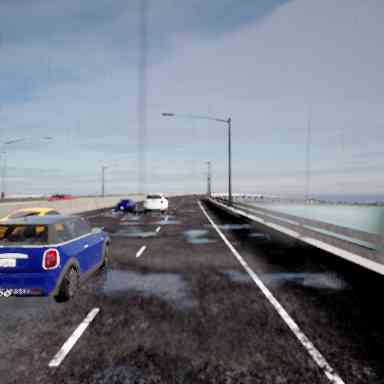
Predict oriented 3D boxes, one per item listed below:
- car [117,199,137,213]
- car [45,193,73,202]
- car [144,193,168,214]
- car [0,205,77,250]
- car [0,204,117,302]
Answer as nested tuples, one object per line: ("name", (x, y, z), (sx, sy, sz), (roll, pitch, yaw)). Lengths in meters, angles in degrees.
("car", (-7.291, 1.481, 36.959), (1.812, 1.442, 4.674), (0, 0, 0))
("car", (-17.904, 1.218, 45.108), (2.150, 2.045, 5.566), (0, 0, 0))
("car", (-3.788, 1.162, 35.402), (2.150, 2.045, 5.566), (0, 0, 0))
("car", (-7.110, 1.482, 15.475), (1.882, 1.535, 5.008), (0, 0, -1))
("car", (-3.513, 1.353, 8.417), (2.097, 1.767, 4.553), (0, 0, -1))
